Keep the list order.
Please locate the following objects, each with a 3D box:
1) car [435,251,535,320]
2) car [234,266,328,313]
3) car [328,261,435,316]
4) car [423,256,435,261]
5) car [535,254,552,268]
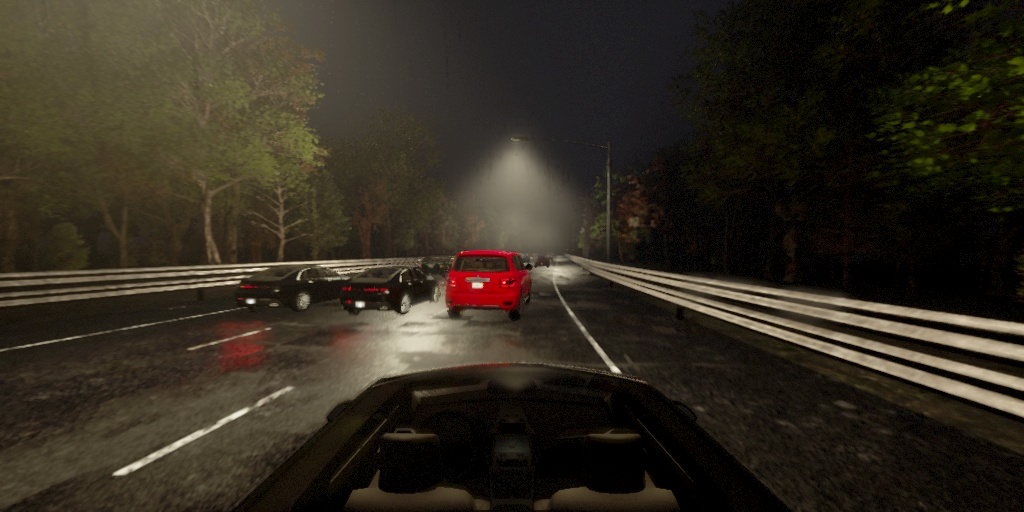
[{"bbox_3d":[-0.581,0.858,12.308,2.150,2.045,5.566,0,1,7],"label":"car"},{"bbox_3d":[-7.529,1.083,13.166,1.837,1.490,4.892,1,1,7],"label":"car"},{"bbox_3d":[-4.058,1.116,12.717,1.837,1.490,4.892,0,1,7],"label":"car"},{"bbox_3d":[-5.604,0.780,28.029,2.097,1.767,4.553,1,1,7],"label":"car"},{"bbox_3d":[4.173,0.791,49.033,1.812,1.442,4.674,0,1,7],"label":"car"}]
